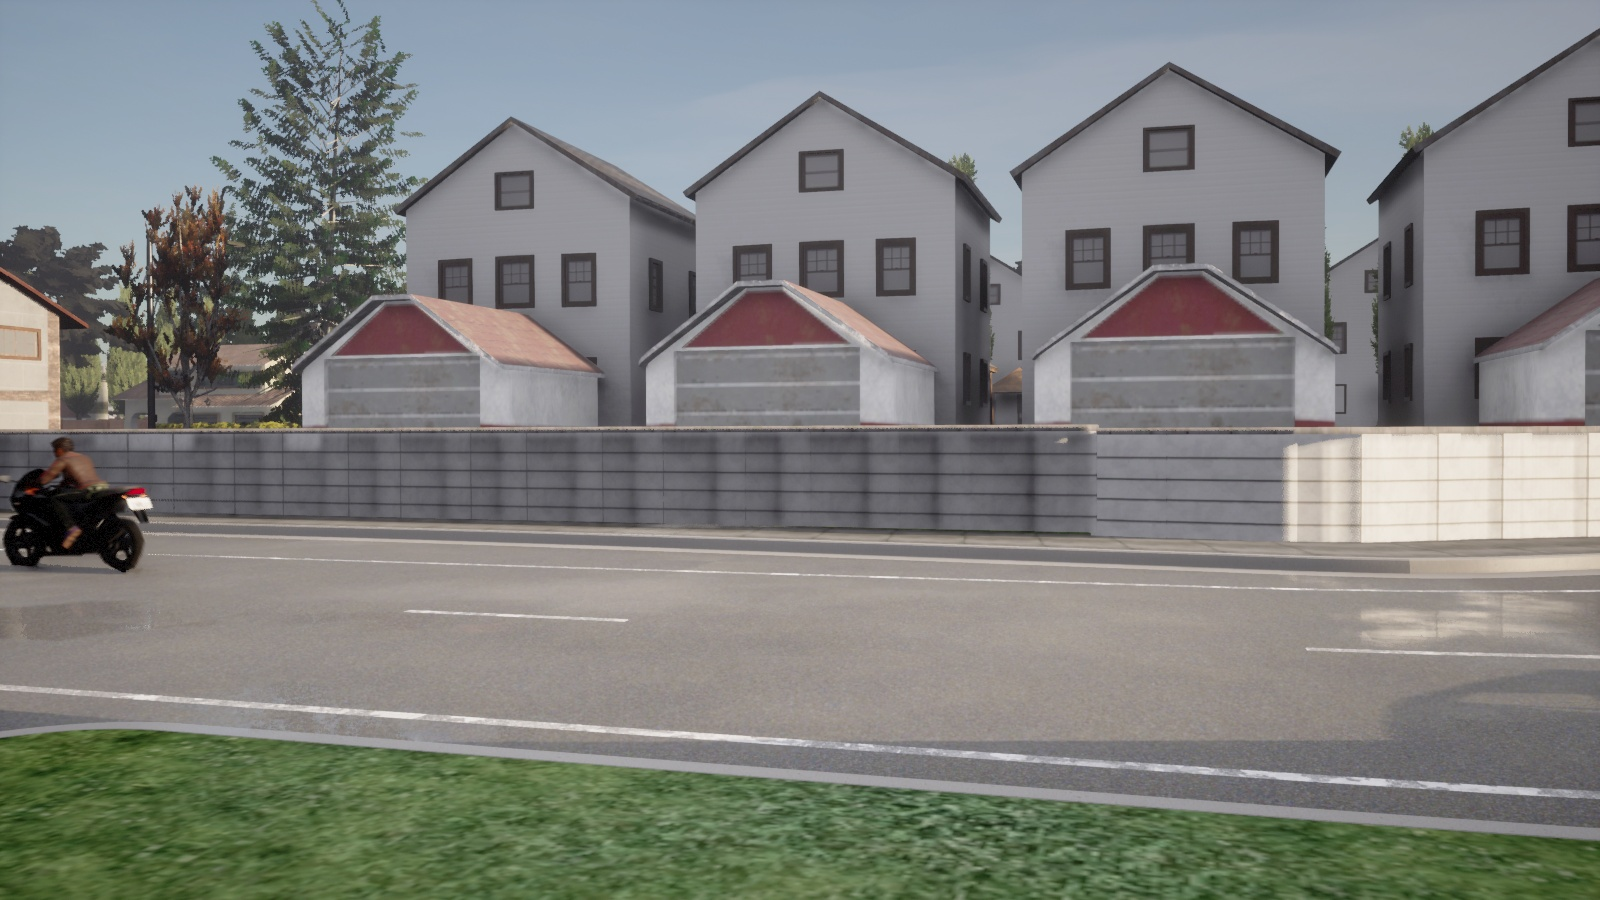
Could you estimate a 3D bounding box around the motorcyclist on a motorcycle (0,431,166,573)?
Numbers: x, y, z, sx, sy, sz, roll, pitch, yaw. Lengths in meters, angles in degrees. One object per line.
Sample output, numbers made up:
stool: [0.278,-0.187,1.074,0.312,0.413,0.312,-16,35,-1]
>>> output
motorcyclist on a motorcycle: [-8.320,0.550,14.235,2.044,1.523,0.797,0,1,17]
